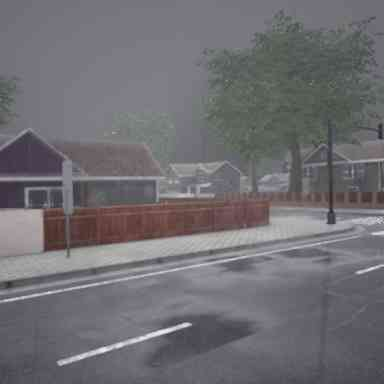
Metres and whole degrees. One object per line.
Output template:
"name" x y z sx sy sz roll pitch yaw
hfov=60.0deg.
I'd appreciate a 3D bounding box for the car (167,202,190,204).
"car" -1.107 1.422 39.981 1.895 1.301 4.718 -2 1 -31
